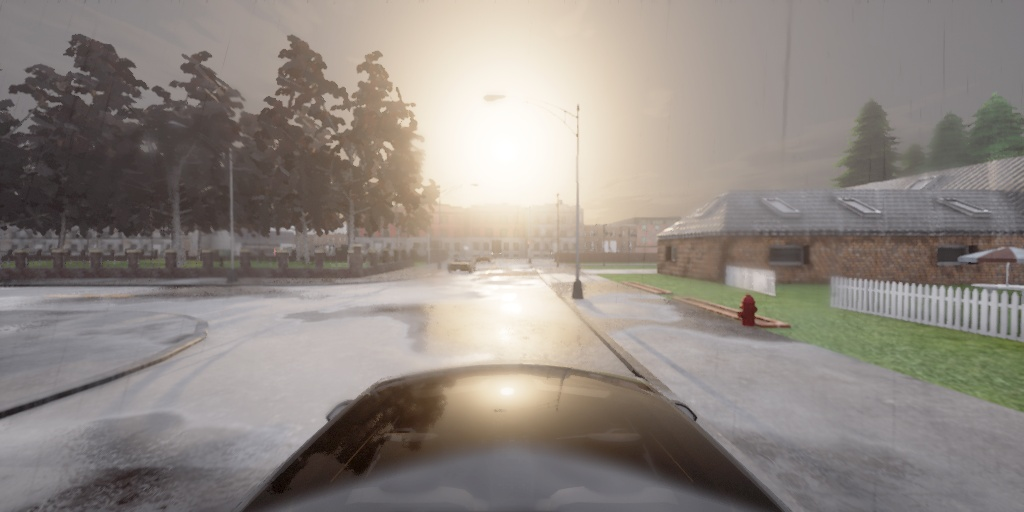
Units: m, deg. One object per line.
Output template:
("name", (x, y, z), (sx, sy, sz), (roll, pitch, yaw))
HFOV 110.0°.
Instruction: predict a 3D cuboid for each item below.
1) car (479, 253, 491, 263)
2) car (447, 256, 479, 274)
("car", (-4.043, 0.270, 52.006), (1.895, 1.301, 4.718), (0, 1, 0))
("car", (-4.102, 0.748, 29.754), (1.895, 1.301, 4.718), (0, 1, 0))
